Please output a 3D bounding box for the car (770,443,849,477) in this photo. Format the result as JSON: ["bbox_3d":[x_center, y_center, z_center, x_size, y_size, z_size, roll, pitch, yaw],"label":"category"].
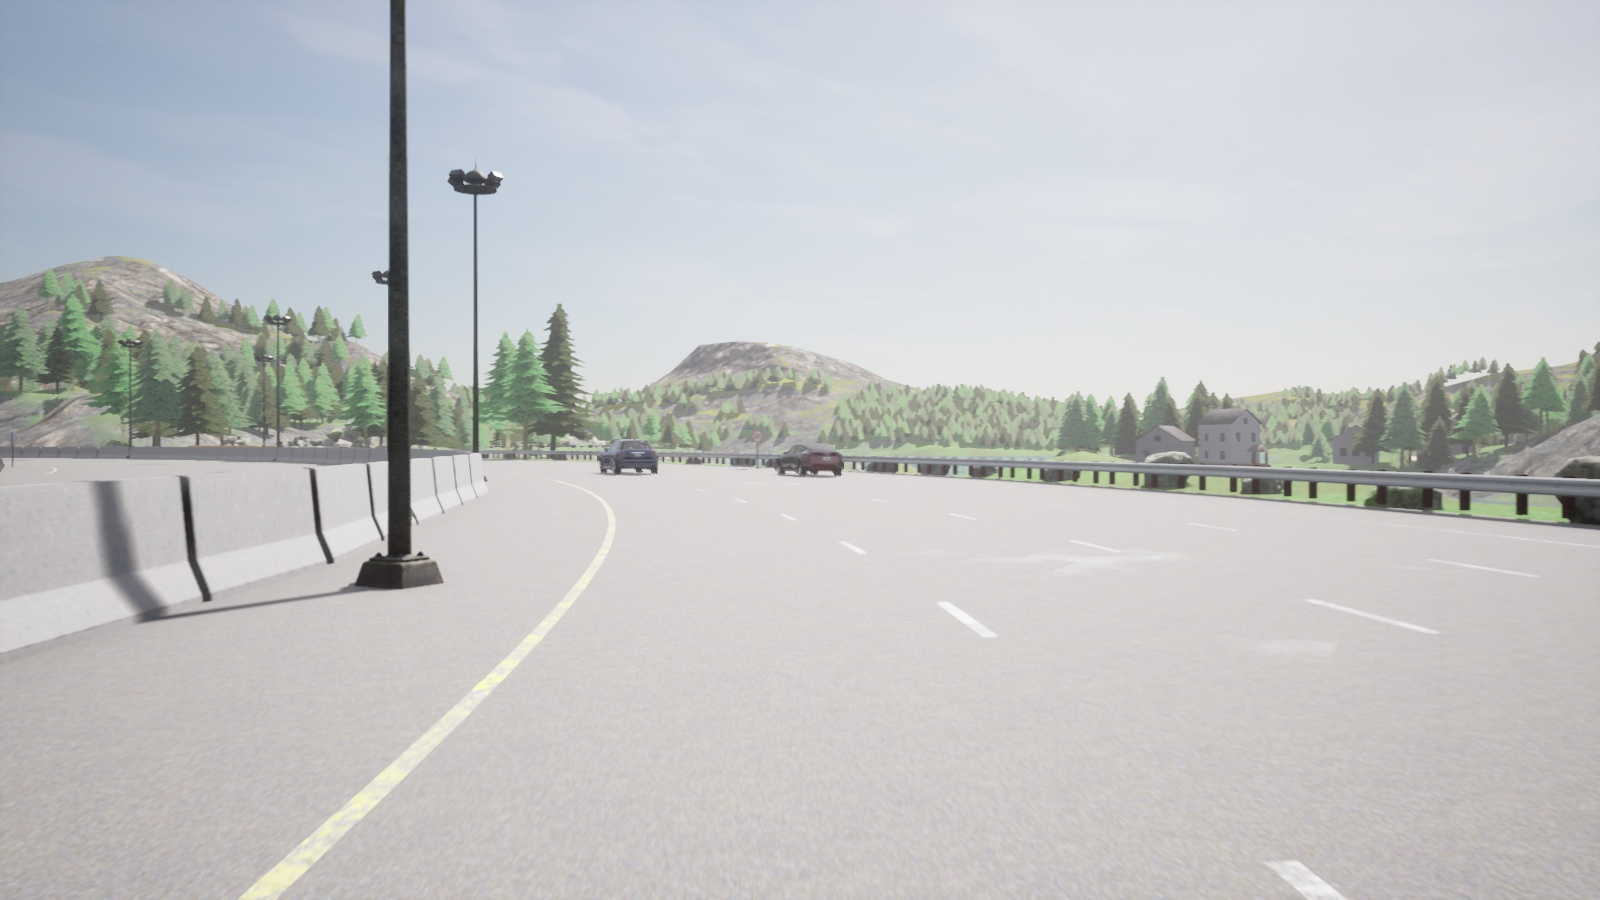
[{"bbox_3d":[0.377,0.418,58.173,2.163,1.488,4.792,0,0,-19],"label":"car"}]

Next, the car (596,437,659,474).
[{"bbox_3d":[-8.566,0.251,62.021,2.097,1.767,4.553,0,0,-22],"label":"car"}]
